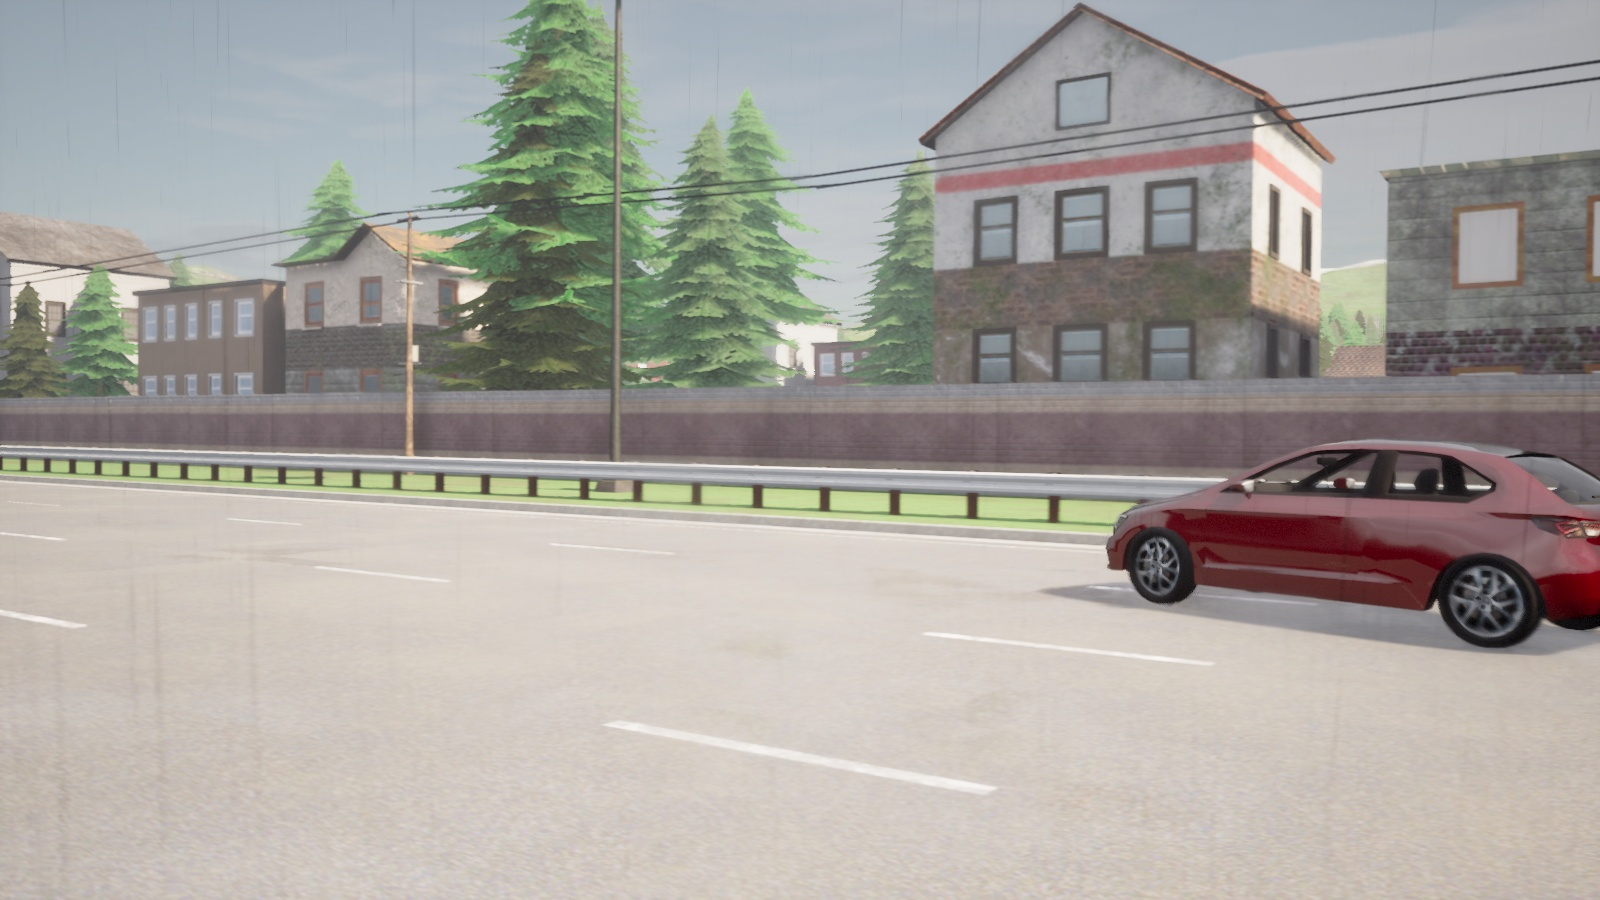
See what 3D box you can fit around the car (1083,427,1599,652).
[{"bbox_3d":[4.610,0.560,10.437,1.816,1.474,4.193,-1,1,-38],"label":"car"}]
